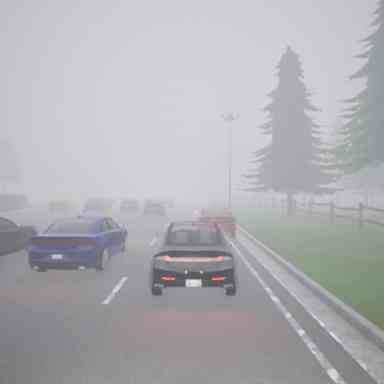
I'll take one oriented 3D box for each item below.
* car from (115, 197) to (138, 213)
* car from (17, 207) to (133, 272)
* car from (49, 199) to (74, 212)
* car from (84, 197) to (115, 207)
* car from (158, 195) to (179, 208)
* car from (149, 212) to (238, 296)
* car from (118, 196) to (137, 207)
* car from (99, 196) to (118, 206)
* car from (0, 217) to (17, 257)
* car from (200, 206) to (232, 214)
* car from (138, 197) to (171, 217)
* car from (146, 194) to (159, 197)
[{"bbox_3d":[-6.916,1.509,37.868,2.128,1.511,4.902,0,0,0],"label":"car"},{"bbox_3d":[-3.405,1.482,10.869,1.882,1.535,5.008,0,0,0],"label":"car"},{"bbox_3d":[-14.774,1.495,37.888,1.882,1.535,5.008,0,0,-8],"label":"car"},{"bbox_3d":[-10.416,1.369,37.099,2.097,1.767,4.553,0,0,0],"label":"car"},{"bbox_3d":[-3.420,1.570,48.953,2.033,1.411,5.357,0,0,0],"label":"car"},{"bbox_3d":[0.049,1.496,8.657,2.128,1.511,4.902,0,0,0],"label":"car"},{"bbox_3d":[-10.423,1.516,54.268,2.128,1.511,4.902,0,0,0],"label":"car"},{"bbox_3d":[-13.923,1.503,55.864,1.882,1.535,5.008,0,0,0],"label":"car"},{"bbox_3d":[-6.903,1.482,10.873,1.882,1.535,5.008,0,0,0],"label":"car"},{"bbox_3d":[1.217,1.486,17.999,1.882,1.535,5.008,0,0,0],"label":"car"},{"bbox_3d":[-3.414,1.506,31.475,2.128,1.511,4.902,0,0,0],"label":"car"},{"bbox_3d":[-6.923,1.529,54.383,1.837,1.490,4.892,0,0,0],"label":"car"}]
